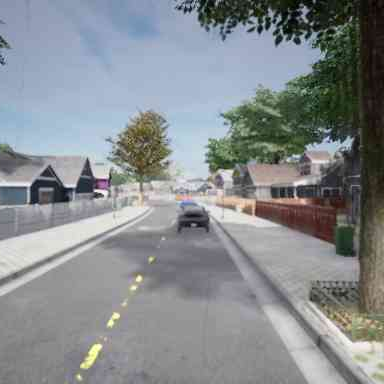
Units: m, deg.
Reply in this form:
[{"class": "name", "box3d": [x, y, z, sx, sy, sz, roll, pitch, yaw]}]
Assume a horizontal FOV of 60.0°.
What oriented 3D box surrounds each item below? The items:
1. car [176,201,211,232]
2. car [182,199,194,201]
[{"class": "car", "box3d": [0.084, 1.537, 20.399, 1.837, 1.490, 4.892, 0, 0, 0]}, {"class": "car", "box3d": [-0.483, 1.543, 38.812, 1.882, 1.535, 5.008, 0, 0, -3]}]
